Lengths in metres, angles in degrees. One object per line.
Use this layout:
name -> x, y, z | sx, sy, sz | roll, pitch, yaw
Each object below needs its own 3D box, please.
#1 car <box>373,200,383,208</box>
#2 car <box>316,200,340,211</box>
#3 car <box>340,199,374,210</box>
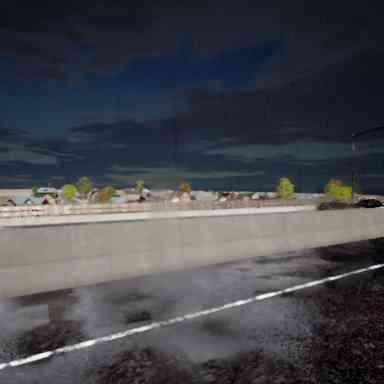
car -> 18.547, 1.562, 29.721 | 4.718, 1.301, 1.895 | 0, 0, -34
car -> 15.338, 1.523, 35.998 | 4.181, 1.385, 1.994 | 0, 0, -34
car -> 17.206, 1.467, 33.038 | 4.892, 1.490, 1.837 | 1, 0, -34
